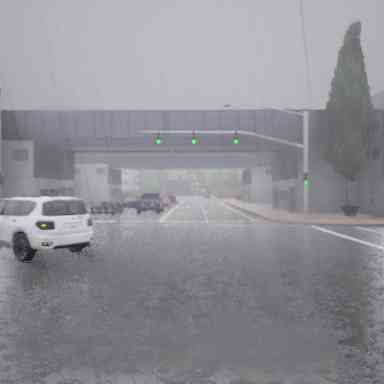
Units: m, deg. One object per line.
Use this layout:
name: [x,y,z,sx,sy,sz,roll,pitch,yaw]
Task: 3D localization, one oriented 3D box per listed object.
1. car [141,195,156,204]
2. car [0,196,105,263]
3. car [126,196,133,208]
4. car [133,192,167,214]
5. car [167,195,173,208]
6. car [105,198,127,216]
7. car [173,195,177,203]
car: [-7.337,1.227,56.626,1.882,1.535,5.008,0,0,1]
car: [-5.965,1.172,12.076,5.566,2.045,2.150,0,-1,35]
car: [-7.520,1.295,41.641,1.882,1.535,5.008,0,0,1]
car: [-4.107,1.072,33.657,2.150,2.045,5.566,0,0,1]
car: [-3.996,1.158,43.560,2.097,1.767,4.553,0,0,1]
car: [-7.643,1.470,30.418,1.895,1.301,4.718,0,0,1]
car: [-3.785,1.210,59.374,1.882,1.535,5.008,0,0,1]
